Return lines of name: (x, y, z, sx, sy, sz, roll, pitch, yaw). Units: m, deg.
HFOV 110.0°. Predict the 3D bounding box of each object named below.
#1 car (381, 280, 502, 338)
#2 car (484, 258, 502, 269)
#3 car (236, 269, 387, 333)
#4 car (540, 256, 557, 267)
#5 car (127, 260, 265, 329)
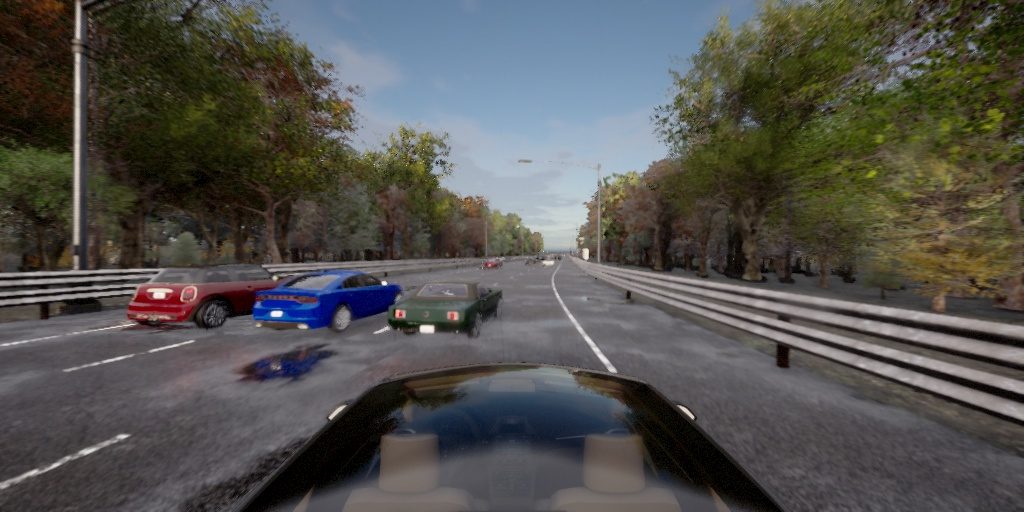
car: (-1.520, 1.314, 10.061, 1.895, 1.301, 4.718, 0, 0, 9)
car: (-2.613, 1.065, 49.730, 1.812, 1.442, 4.674, 1, 0, 9)
car: (-4.975, 1.160, 10.588, 1.882, 1.535, 5.008, 1, 0, 9)
car: (6.426, 1.161, 62.720, 1.895, 1.301, 4.718, 1, 0, 9)
car: (-8.451, 0.994, 11.012, 2.097, 1.767, 4.553, 1, 0, 9)
